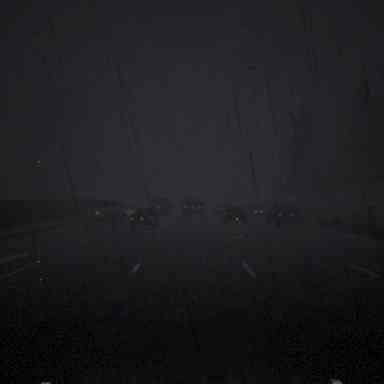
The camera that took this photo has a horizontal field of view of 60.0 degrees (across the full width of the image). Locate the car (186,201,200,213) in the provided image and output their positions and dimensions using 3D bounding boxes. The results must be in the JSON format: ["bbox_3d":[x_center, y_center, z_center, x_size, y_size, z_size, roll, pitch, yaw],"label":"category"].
[{"bbox_3d":[0.076,2.115,46.979,1.882,1.535,5.008,0,-1,0],"label":"car"}]

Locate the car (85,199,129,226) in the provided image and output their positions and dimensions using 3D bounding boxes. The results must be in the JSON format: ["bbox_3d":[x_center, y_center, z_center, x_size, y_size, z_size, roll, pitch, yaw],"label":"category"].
[{"bbox_3d":[-6.913,1.590,26.926,2.150,2.045,5.566,0,0,0],"label":"car"}]

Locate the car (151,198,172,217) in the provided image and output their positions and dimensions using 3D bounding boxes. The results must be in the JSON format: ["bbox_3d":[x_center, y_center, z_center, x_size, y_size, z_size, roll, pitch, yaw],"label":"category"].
[{"bbox_3d":[-3.472,1.732,37.465,2.150,2.045,5.566,0,0,0],"label":"car"}]

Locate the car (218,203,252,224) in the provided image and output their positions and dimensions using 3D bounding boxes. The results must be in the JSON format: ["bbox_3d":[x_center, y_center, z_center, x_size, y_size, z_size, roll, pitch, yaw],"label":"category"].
[{"bbox_3d":[3.566,1.894,28.572,1.837,1.490,4.892,0,-1,0],"label":"car"}]

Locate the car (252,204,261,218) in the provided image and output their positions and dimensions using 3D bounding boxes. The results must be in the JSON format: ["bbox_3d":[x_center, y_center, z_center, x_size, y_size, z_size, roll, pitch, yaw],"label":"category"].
[{"bbox_3d":[7.028,2.037,36.078,2.033,1.411,5.357,0,-1,0],"label":"car"}]

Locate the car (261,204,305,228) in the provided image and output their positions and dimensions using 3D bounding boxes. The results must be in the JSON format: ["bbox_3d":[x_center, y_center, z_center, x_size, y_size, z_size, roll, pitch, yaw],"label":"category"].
[{"bbox_3d":[7.027,1.699,25.553,2.097,1.767,4.553,0,-1,0],"label":"car"}]

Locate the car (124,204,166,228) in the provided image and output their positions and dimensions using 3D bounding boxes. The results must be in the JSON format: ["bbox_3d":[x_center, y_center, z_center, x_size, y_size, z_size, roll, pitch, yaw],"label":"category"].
[{"bbox_3d":[-3.413,1.889,25.127,2.033,1.411,5.357,0,-1,0],"label":"car"}]

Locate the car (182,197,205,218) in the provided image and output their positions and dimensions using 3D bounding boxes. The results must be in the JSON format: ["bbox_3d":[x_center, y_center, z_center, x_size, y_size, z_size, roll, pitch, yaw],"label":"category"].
[{"bbox_3d":[0.080,1.711,36.006,2.150,2.045,5.566,0,-1,0],"label":"car"}]

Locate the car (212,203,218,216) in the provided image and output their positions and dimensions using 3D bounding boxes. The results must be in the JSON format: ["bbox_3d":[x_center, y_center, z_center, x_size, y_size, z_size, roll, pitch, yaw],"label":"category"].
[{"bbox_3d":[3.545,2.040,39.300,1.837,1.490,4.892,0,0,0],"label":"car"}]
